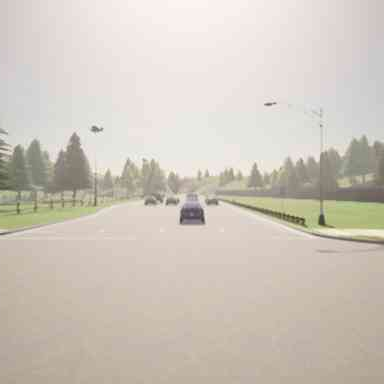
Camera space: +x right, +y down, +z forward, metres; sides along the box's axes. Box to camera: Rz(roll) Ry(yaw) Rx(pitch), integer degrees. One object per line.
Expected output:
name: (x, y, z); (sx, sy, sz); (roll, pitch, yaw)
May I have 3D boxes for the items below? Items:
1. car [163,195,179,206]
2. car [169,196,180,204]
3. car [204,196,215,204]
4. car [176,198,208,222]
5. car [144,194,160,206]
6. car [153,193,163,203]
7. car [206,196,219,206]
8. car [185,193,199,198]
car: (-3.488, 1.511, 56.728); (1.837, 1.490, 4.892); (0, 0, 0)
car: (-3.486, 1.562, 67.148); (1.994, 1.385, 4.181); (0, 0, 0)
car: (3.514, 1.521, 67.146); (1.812, 1.442, 4.674); (0, 0, 0)
car: (0.006, 1.481, 26.119); (1.882, 1.535, 5.008); (0, 0, 0)
car: (-6.988, 1.511, 56.729); (1.837, 1.490, 4.892); (0, 0, 0)
car: (-6.986, 1.207, 67.179); (2.150, 2.045, 5.566); (0, 0, 0)
car: (3.512, 1.497, 56.727); (2.128, 1.511, 4.902); (0, 0, 0)
car: (0.012, 1.227, 56.758); (2.150, 2.045, 5.566); (0, 0, 0)
